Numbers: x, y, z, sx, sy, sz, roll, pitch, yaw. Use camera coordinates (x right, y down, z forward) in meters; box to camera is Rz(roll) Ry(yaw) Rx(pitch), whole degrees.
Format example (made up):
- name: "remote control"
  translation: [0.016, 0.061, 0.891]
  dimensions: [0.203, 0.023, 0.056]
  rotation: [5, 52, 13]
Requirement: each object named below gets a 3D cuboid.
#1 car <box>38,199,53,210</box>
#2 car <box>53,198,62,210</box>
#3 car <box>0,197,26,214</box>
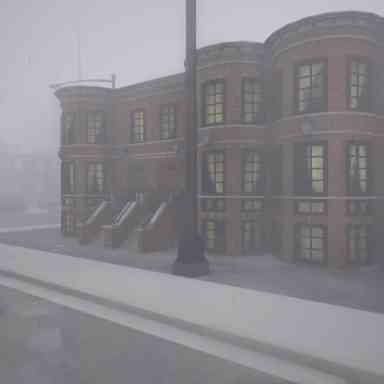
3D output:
- name: "car"
  translation: [-17.273, 1.478, 42.933]
  dimensions: [1.882, 1.535, 5.008]
  rotation: [0, 0, 35]
- name: "car"
  translation: [-14.209, 1.601, 41.203]
  dimensions: [1.895, 1.301, 4.718]
  rotation: [0, 0, 36]
- name: "car"
  translation: [-19.492, 1.352, 33.798]
  dimensions: [2.097, 1.767, 4.553]
  rotation: [0, 0, 35]
